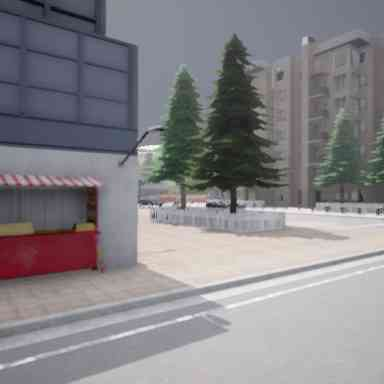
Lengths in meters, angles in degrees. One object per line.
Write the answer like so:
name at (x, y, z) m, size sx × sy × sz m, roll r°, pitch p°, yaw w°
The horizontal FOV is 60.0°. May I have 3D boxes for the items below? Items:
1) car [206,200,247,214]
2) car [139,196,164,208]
car at (3.475, 1.563, 34.121) m, size 2.128 × 1.511 × 4.902 m, roll 0°, pitch 0°, yaw -36°
car at (-5.860, 1.377, 47.098) m, size 1.837 × 1.490 × 4.892 m, roll 0°, pitch 0°, yaw -36°
